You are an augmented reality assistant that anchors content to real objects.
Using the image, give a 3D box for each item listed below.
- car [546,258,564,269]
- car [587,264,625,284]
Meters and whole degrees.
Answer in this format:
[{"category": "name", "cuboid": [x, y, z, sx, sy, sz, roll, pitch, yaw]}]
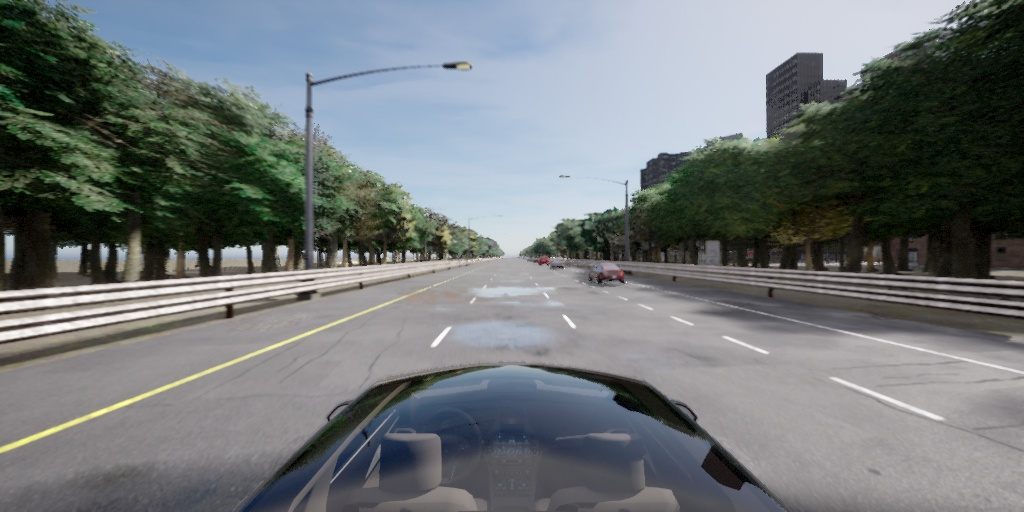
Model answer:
[{"category": "car", "cuboid": [6.990, 1.325, 56.786, 2.033, 1.411, 5.357, 0, 0, 0]}, {"category": "car", "cuboid": [6.994, 1.286, 26.789, 1.812, 1.442, 4.674, 0, 0, 0]}]
